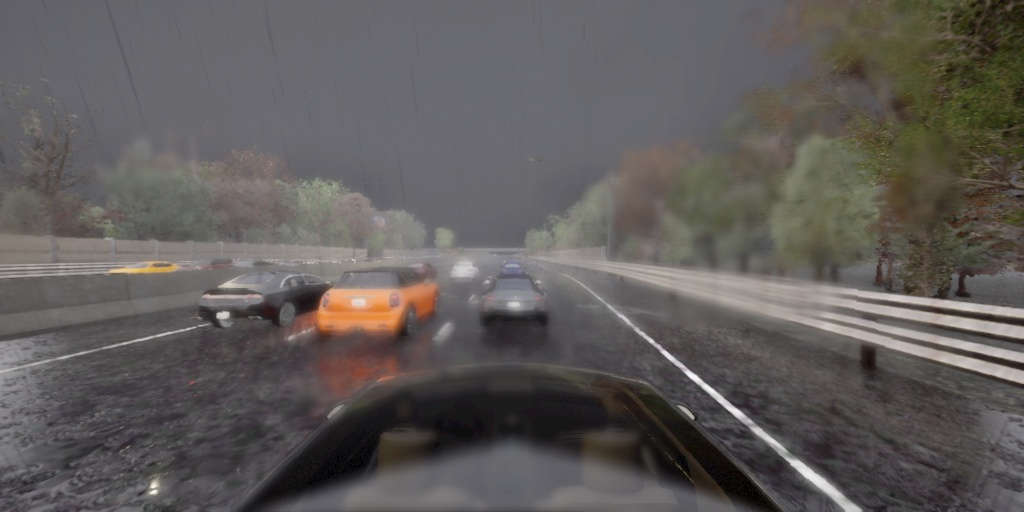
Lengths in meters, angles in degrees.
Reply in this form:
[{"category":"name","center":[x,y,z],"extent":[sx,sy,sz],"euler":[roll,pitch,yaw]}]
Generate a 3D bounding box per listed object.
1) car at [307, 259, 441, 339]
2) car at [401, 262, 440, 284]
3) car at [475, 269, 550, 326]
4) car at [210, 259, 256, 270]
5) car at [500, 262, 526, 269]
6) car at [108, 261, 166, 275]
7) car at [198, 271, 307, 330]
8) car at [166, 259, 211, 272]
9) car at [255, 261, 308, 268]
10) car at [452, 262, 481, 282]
[{"category":"car","center":[-3.404,1.079,10.184],"extent":[2.097,1.767,4.553],"euler":[0,0,0]},{"category":"car","center":[-6.902,1.212,27.485],"extent":[1.812,1.442,4.674],"euler":[0,0,0]},{"category":"car","center":[0.098,1.287,11.569],"extent":[1.994,1.385,4.181],"euler":[0,0,0]},{"category":"car","center":[-21.094,1.161,28.887],"extent":[1.882,1.535,5.008],"euler":[0,0,0]},{"category":"car","center":[0.098,1.212,27.480],"extent":[1.812,1.442,4.674],"euler":[0,0,0]},{"category":"car","center":[-27.921,1.163,27.634],"extent":[1.882,1.535,5.008],"euler":[0,0,-1]},{"category":"car","center":[-6.903,1.216,11.026],"extent":[2.128,1.511,4.902],"euler":[0,0,0]},{"category":"car","center":[-24.593,1.035,29.071],"extent":[2.097,1.767,4.553],"euler":[0,0,0]},{"category":"car","center":[-17.598,1.230,28.911],"extent":[2.033,1.411,5.357],"euler":[0,0,0]},{"category":"car","center":[-3.414,1.212,27.510],"extent":[1.812,1.442,4.674],"euler":[0,0,0]}]
